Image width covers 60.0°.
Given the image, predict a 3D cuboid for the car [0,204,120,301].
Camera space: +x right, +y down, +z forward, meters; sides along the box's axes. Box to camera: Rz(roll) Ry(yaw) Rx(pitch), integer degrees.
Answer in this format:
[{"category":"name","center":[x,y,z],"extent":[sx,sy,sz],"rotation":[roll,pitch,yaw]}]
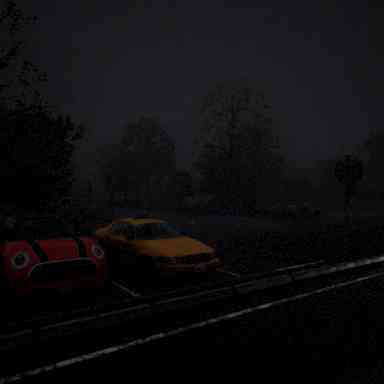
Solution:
[{"category":"car","center":[-3.864,1.348,8.569],"extent":[2.185,1.767,4.553],"rotation":[0,0,-36]}]

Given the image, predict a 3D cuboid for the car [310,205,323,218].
[{"category":"car","center":[11.290,1.747,34.615],"extent":[2.185,1.767,4.553],"rotation":[1,-1,-36]}]

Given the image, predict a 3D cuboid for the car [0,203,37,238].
[{"category":"car","center":[-10.508,1.475,19.094],"extent":[1.946,1.575,5.366],"rotation":[0,0,-36]}]

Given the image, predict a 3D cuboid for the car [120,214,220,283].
[{"category":"car","center":[-1.372,1.484,10.102],"extent":[1.946,1.575,5.366],"rotation":[0,0,-36]}]

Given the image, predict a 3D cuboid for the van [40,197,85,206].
[{"category":"van","center":[-8.065,1.266,20.485],"extent":[1.878,1.987,4.442],"rotation":[0,0,-36]}]

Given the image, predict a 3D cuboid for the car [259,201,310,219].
[{"category":"car","center":[8.743,1.845,32.721],"extent":[2.002,1.452,4.674],"rotation":[2,-1,-36]}]
